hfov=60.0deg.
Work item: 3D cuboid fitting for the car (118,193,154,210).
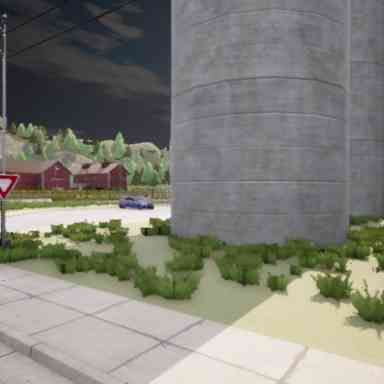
[{"bbox_3d":[-6.702,1.305,39.807,4.611,1.667,2.242,0,0,35],"label":"car"}]

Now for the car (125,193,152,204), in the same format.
[{"bbox_3d":[-9.521,1.053,58.889,4.605,1.855,1.932,0,0,35],"label":"car"}]
